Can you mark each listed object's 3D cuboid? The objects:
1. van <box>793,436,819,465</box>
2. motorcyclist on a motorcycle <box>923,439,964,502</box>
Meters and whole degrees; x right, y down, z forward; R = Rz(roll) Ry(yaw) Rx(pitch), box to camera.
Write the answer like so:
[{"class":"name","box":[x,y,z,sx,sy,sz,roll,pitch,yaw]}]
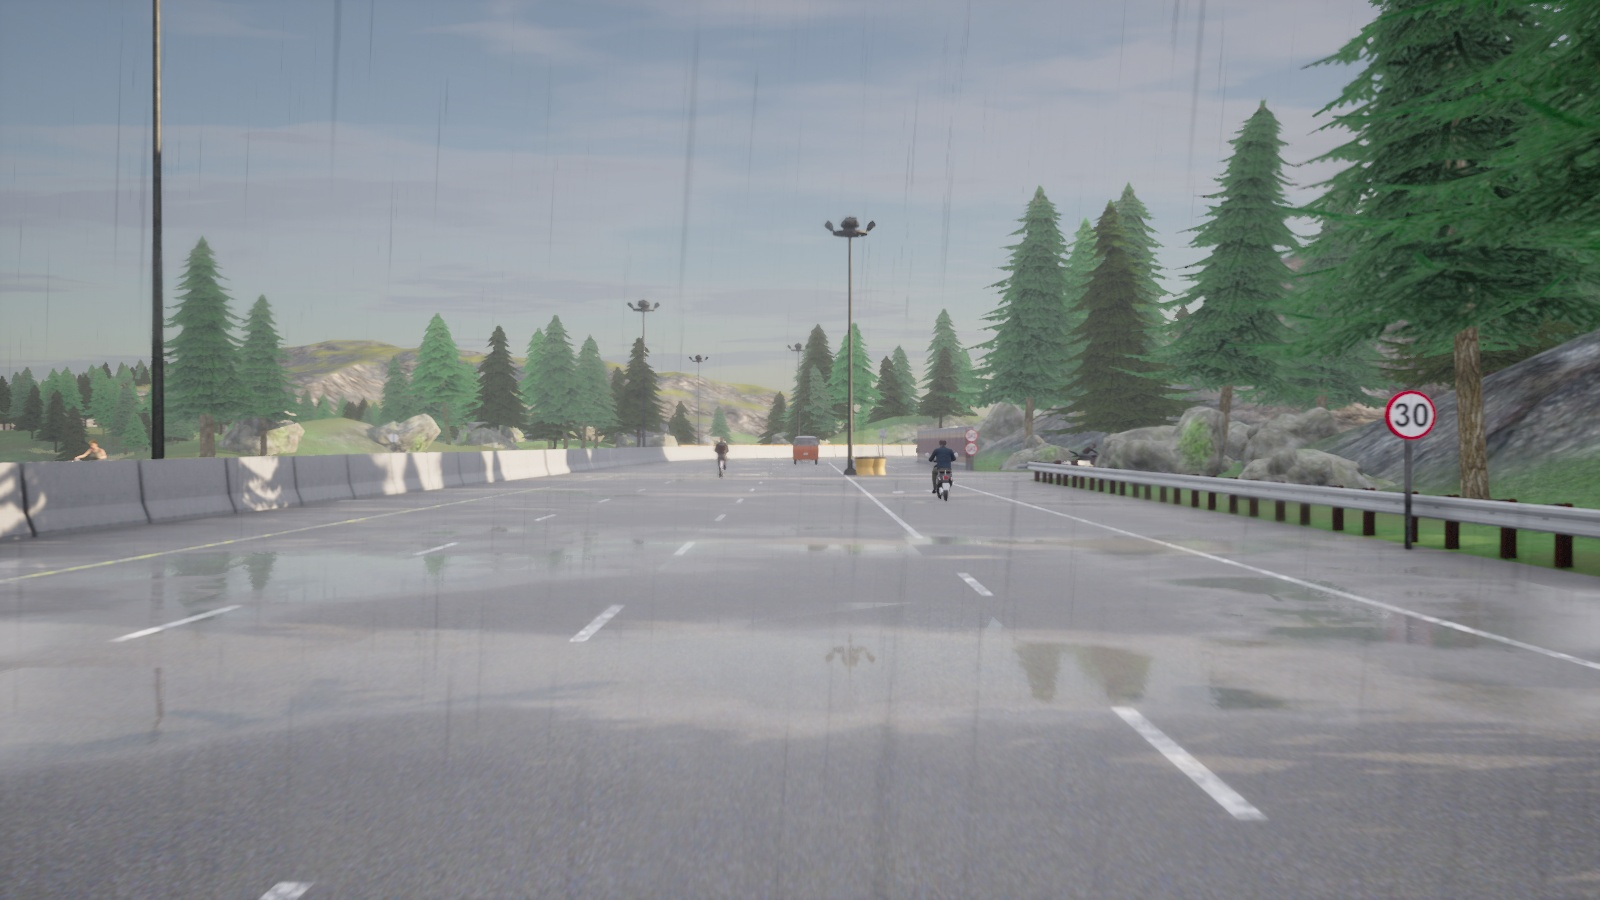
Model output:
[{"class":"van","box":[0.400,-0.002,88.935,1.775,1.987,4.442,0,0,0]},{"class":"motorcyclist on a motorcycle","box":[3.704,0.519,32.624,0.866,1.590,1.817,0,0,0]}]
